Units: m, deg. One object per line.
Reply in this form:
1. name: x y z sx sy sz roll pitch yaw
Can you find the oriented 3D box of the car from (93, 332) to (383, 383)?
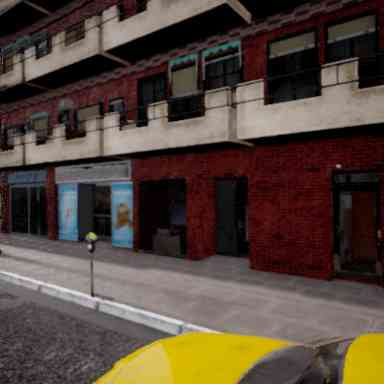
1. car: 1.305 1.526 1.966 4.829 1.417 1.752 0 -1 36
